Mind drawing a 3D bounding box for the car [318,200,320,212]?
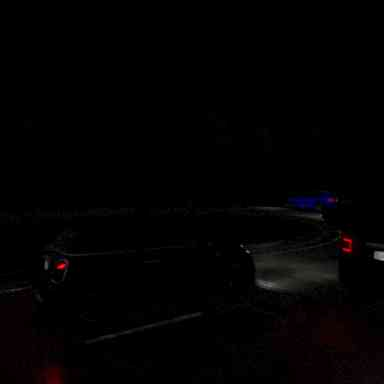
[{"bbox_3d":[10.139,1.393,21.324,1.895,1.301,4.718,0,0,-2],"label":"car"}]

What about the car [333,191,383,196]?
[{"bbox_3d":[13.204,0.977,24.289,2.150,2.045,5.566,0,0,-12],"label":"car"}]

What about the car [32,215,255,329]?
[{"bbox_3d":[-0.812,1.302,7.068,4.553,1.767,2.097,-1,1,-33],"label":"car"}]

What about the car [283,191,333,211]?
[{"bbox_3d":[12.028,0.910,33.826,2.150,2.045,5.566,0,0,-42],"label":"car"}]

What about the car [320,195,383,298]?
[{"bbox_3d":[5.446,1.143,7.004,5.566,2.045,2.150,-1,1,-33],"label":"car"}]
